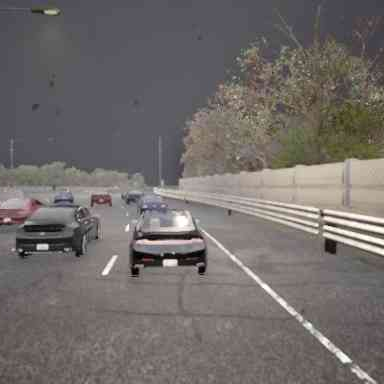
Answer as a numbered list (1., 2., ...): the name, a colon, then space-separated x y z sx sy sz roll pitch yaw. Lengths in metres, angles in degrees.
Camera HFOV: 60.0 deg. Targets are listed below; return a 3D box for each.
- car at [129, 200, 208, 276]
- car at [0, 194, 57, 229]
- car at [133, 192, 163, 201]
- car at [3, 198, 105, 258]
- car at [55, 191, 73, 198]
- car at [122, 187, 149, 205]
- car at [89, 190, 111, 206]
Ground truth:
1. car: -0.730 1.221 9.473 2.128 1.511 4.902 0 2 -6
2. car: -8.720 1.040 17.328 1.812 1.442 4.674 0 2 -10
3. car: -2.966 0.921 24.014 1.895 1.301 4.718 0 2 -13
4. car: -4.375 1.181 11.468 1.837 1.490 4.892 0 2 -7
5. car: -14.424 0.515 37.464 1.994 1.385 4.181 -1 2 -21
6. car: -6.082 0.480 35.338 1.882 1.535 5.008 -1 2 -15
7. car: -9.100 0.550 32.976 1.882 1.535 5.008 0 2 -18
